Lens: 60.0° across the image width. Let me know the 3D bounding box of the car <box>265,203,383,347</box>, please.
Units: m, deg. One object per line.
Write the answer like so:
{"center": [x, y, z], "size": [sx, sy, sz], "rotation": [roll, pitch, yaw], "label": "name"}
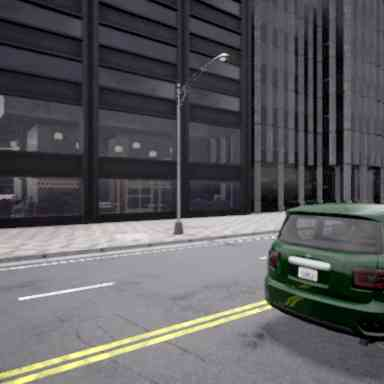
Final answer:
{"center": [3.775, 1.216, 6.133], "size": [5.566, 2.045, 2.150], "rotation": [0, 0, -36], "label": "car"}
